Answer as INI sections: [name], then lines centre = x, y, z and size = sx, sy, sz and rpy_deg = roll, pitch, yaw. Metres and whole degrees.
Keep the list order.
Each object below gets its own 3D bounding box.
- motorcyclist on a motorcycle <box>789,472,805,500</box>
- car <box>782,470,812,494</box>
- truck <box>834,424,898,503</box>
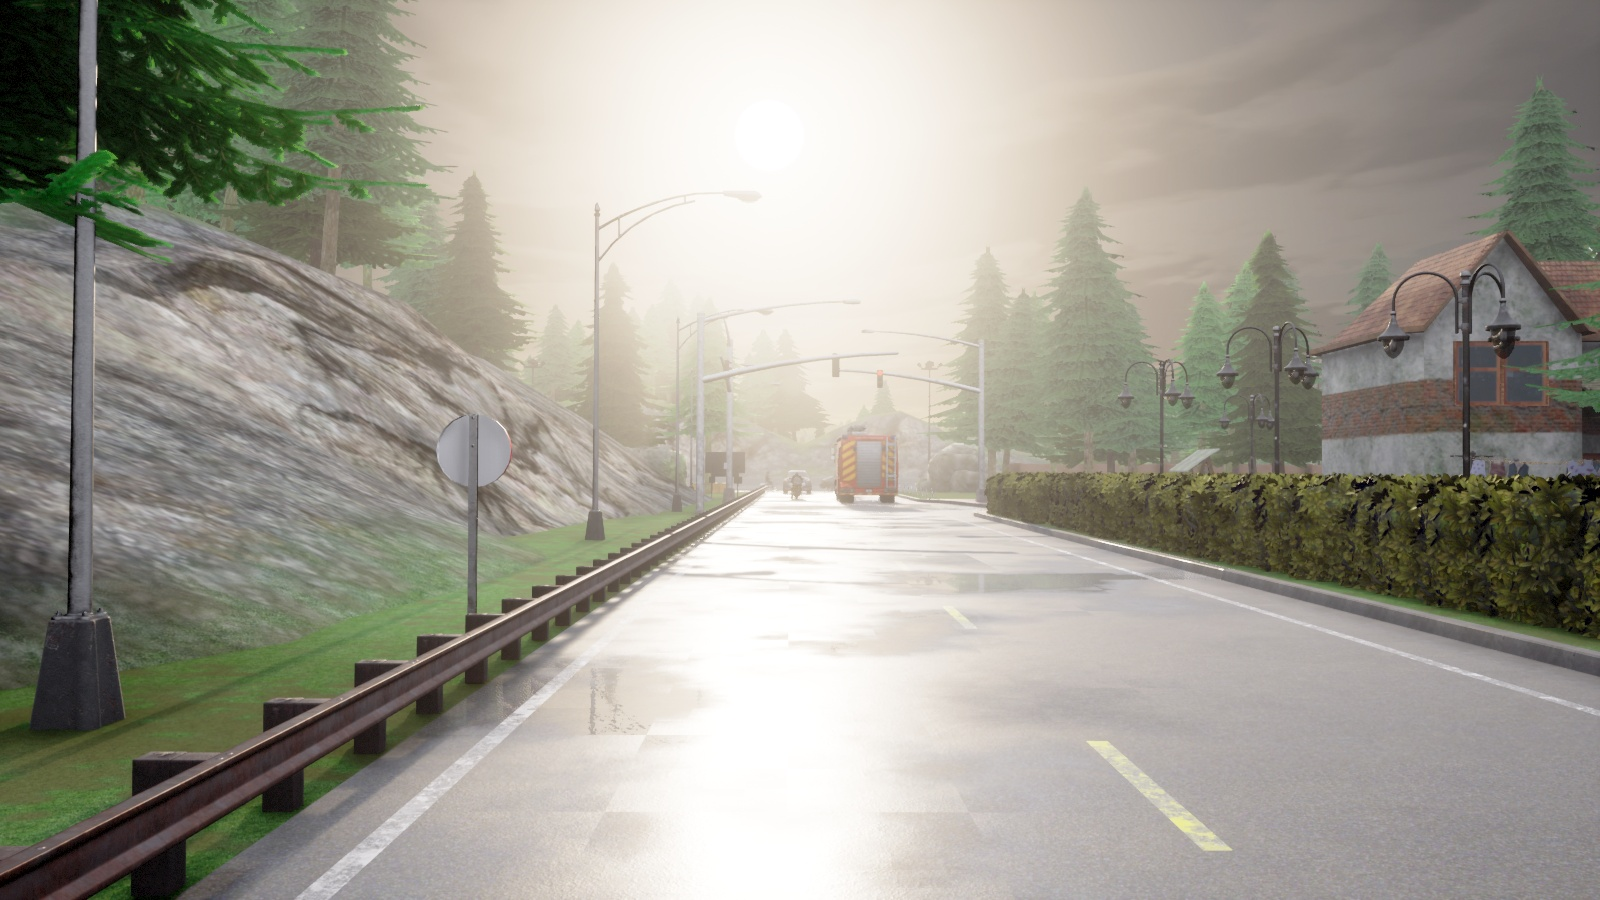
[motorcyclist on a motorcycle]
centre = -0.166, 2.027, 70.237
size = 0.866, 1.530, 2.191
rpy_deg = 0, -1, 0
[car]
centre = -0.178, 2.201, 86.849
size = 2.033, 1.649, 4.856
rpy_deg = 0, -1, 0
[truck]
centre = 3.341, 0.735, 65.562
size = 2.891, 3.827, 8.468
rpy_deg = 0, -1, 0
